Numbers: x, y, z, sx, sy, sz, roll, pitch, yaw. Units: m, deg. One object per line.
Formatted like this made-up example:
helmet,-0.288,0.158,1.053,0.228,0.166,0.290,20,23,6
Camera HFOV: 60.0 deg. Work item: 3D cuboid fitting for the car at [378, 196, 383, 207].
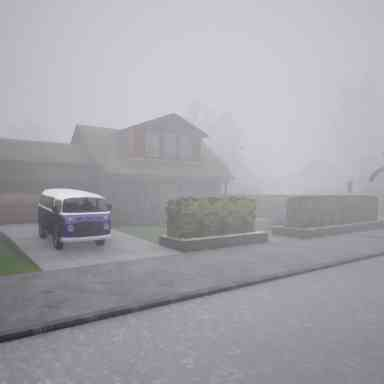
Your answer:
car,24.632,0.986,41.423,3.866,1.878,1.905,0,0,-1
